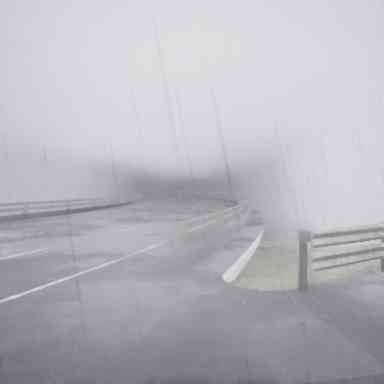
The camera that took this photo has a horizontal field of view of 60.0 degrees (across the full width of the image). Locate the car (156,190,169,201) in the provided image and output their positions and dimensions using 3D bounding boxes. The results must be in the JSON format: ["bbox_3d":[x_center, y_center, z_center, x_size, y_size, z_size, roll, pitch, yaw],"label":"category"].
[{"bbox_3d":[-5.355,0.586,61.146,2.150,2.045,5.566,1,0,-8],"label":"car"}]

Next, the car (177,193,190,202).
[{"bbox_3d":[-1.457,0.926,56.693,2.128,1.511,4.902,0,1,-5],"label":"car"}]
